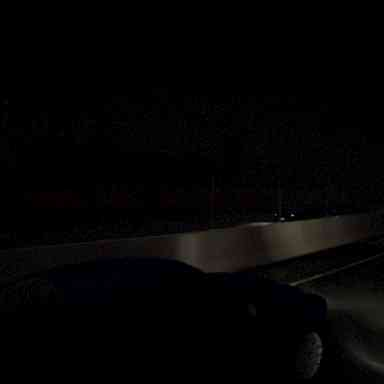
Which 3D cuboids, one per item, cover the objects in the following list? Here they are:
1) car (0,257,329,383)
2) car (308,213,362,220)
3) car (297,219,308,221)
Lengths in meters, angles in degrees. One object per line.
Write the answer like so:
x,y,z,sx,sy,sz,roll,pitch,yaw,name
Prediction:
-0.485,1.483,3.613,5.008,1.535,1.882,0,0,-37,car
10.198,1.474,22.422,4.902,1.511,2.128,0,0,-43,car
8.455,1.537,25.584,5.357,1.411,2.033,0,0,-43,car
